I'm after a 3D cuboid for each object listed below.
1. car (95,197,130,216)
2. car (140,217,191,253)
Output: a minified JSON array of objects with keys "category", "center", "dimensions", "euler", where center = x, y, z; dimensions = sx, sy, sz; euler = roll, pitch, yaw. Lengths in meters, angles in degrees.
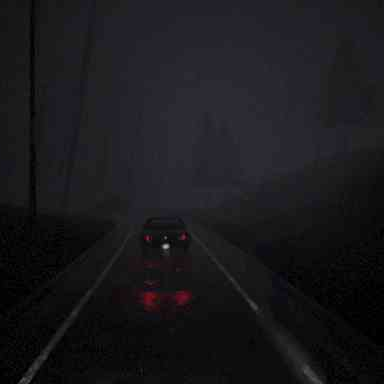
[{"category":"car","center":[-9.090,1.590,37.753],"dimensions":[2.150,2.045,5.566],"euler":[0,-1,-39]},{"category":"car","center":[-1.205,1.726,14.467],"dimensions":[1.895,1.301,4.718],"euler":[0,0,-6]}]
